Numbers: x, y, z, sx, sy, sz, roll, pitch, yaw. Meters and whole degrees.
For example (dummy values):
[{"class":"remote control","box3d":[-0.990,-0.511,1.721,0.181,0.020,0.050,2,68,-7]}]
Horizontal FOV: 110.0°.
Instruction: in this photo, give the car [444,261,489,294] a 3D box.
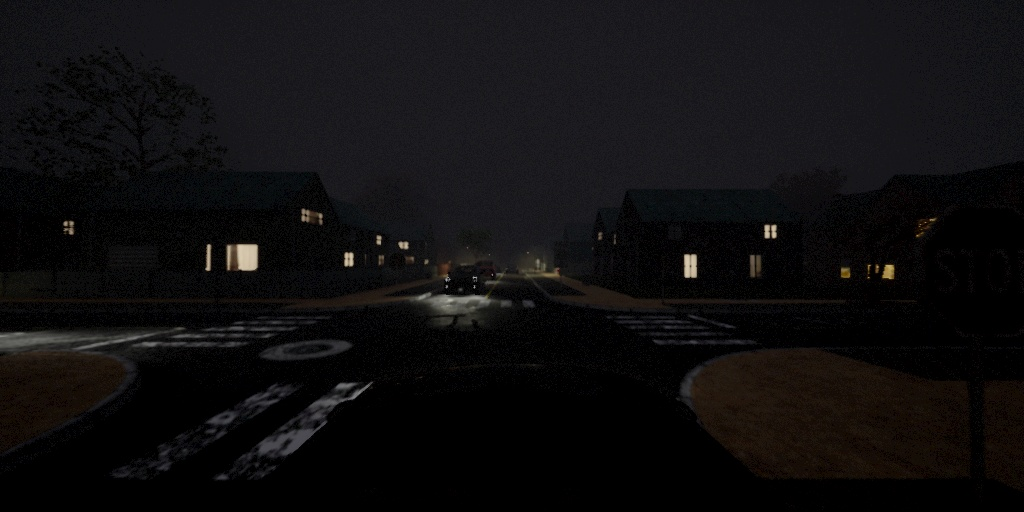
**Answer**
[{"class":"car","box3d":[-2.886,1.369,22.720,2.097,1.767,4.553,0,-1,1]}]

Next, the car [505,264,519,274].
[{"class":"car","box3d":[0.017,2.059,54.126,1.994,1.385,4.181,0,-1,0]}]

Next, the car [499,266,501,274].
[{"class":"car","box3d":[-2.739,2.127,57.977,1.994,1.385,4.181,0,-1,0]}]

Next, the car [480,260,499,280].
[{"class":"car","box3d":[-2.835,1.454,37.977,2.150,2.045,5.566,0,-1,0]}]
